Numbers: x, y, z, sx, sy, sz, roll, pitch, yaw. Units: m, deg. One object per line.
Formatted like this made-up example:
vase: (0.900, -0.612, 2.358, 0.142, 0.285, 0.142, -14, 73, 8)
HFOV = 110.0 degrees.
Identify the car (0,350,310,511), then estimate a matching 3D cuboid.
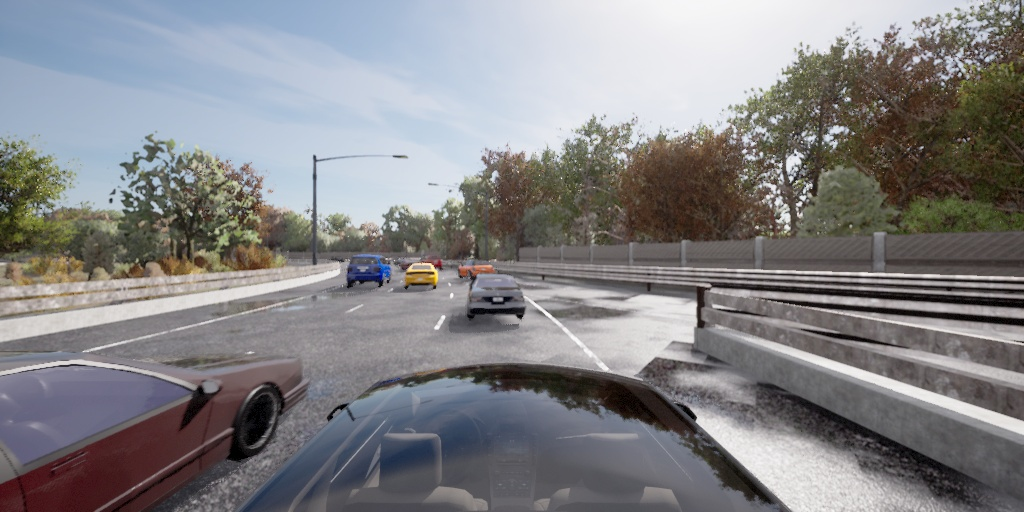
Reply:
car: (-3.427, 1.297, 1.959, 2.033, 1.411, 5.357, 0, 0, 0)

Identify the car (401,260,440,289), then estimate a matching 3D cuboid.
car: (-5.869, 1.231, 23.488, 1.882, 1.535, 5.008, 0, 0, -11)

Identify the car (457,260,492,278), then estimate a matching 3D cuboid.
car: (-3.184, 1.106, 30.778, 2.097, 1.767, 4.553, 0, 0, -24)

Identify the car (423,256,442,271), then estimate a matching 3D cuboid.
car: (-11.391, 0.978, 50.367, 2.150, 2.045, 5.566, 0, 0, -25)

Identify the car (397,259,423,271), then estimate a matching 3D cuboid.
car: (-13.243, 1.235, 46.211, 1.882, 1.535, 5.008, 0, 0, -24)

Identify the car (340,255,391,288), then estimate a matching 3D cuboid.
car: (-9.553, 0.975, 24.198, 2.150, 2.045, 5.566, 0, 0, -12)

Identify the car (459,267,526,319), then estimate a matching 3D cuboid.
car: (-0.662, 1.298, 12.774, 2.033, 1.411, 5.357, 0, 0, -6)
